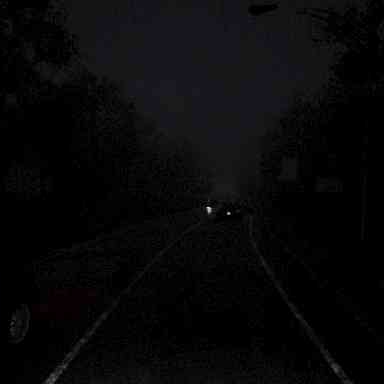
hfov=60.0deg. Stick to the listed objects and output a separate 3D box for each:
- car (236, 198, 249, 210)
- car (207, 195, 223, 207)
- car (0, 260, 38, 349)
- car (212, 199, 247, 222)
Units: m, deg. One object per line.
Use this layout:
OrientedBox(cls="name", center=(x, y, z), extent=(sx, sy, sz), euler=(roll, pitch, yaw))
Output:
OrientedBox(cls="car", center=(6.249, 1.502, 42.465), extent=(2.033, 1.411, 5.357), euler=(1, 0, 11))
OrientedBox(cls="car", center=(3.408, 1.235, 47.510), extent=(2.097, 1.767, 4.553), euler=(1, 0, 10))
OrientedBox(cls="car", center=(-3.412, 1.504, 3.523), extent=(1.812, 1.442, 4.674), euler=(0, 0, 2))
OrientedBox(cls="car", center=(3.052, 1.535, 26.288), extent=(1.994, 1.385, 4.181), euler=(1, 0, 11))
